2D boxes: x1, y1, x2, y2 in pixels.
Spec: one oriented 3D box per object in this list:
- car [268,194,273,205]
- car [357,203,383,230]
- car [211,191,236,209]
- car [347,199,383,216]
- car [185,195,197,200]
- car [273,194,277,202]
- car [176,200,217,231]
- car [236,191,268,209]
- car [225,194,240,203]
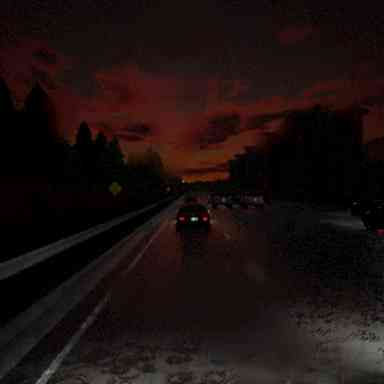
[{"bbox_3d":[10.473,1.114,50.675,1.837,1.490,4.892,0,1,0],"label":"car"},{"bbox_3d":[10.572,1.464,16.752,1.895,1.301,4.718,0,0,0],"label":"car"},{"bbox_3d":[3.534,0.915,40.049,2.150,2.045,5.566,0,0,-1],"label":"car"},{"bbox_3d":[14.053,1.267,26.106,1.882,1.535,5.008,0,0,0],"label":"car"},{"bbox_3d":[-0.130,1.137,51.595,1.812,1.442,4.674,0,1,0],"label":"car"},{"bbox_3d":[13.904,1.012,60.183,1.882,1.535,5.008,0,0,0],"label":"car"},{"bbox_3d":[0.071,1.402,19.202,2.033,1.411,5.357,0,0,0],"label":"car"},{"bbox_3d":[7.026,0.911,39.668,2.150,2.045,5.566,0,0,0],"label":"car"},{"bbox_3d":[6.833,1.133,56.349,1.994,1.385,4.181,0,0,0],"label":"car"}]
